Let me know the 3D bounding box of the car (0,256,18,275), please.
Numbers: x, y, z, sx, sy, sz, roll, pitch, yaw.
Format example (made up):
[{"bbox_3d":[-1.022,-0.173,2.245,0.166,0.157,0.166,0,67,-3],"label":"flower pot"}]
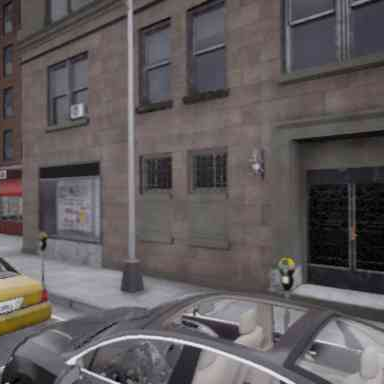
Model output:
[{"bbox_3d":[-4.486,1.597,6.006,4.829,1.417,1.752,-1,0,35],"label":"car"}]

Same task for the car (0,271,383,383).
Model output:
[{"bbox_3d":[0.146,1.565,2.705,4.403,1.369,2.008,-1,0,35],"label":"car"}]
